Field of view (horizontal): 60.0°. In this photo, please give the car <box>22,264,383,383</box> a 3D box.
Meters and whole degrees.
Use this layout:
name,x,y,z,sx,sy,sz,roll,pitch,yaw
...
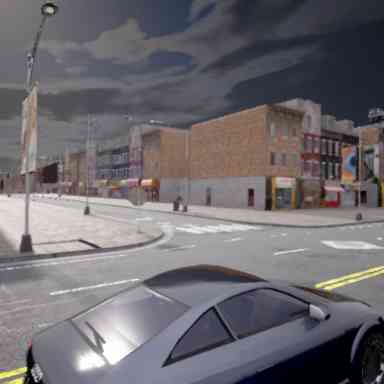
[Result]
name,x,y,z,sx,sy,sz,roll,pitch,yaw
car,0.425,1.564,3.743,4.181,1.385,1.994,0,0,-36
